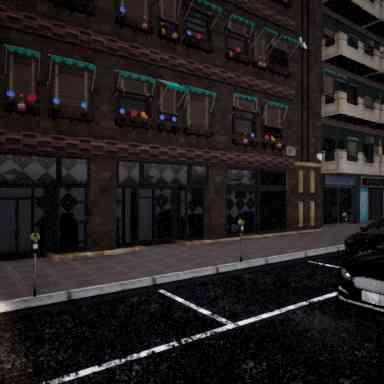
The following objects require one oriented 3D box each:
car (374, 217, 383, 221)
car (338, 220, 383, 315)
[{"bbox_3d":[7.146,1.566,11.636,4.313,1.339,1.947,0,0,-35],"label":"car"},{"bbox_3d":[4.987,1.492,6.923,4.902,1.511,2.128,0,0,-35],"label":"car"}]
